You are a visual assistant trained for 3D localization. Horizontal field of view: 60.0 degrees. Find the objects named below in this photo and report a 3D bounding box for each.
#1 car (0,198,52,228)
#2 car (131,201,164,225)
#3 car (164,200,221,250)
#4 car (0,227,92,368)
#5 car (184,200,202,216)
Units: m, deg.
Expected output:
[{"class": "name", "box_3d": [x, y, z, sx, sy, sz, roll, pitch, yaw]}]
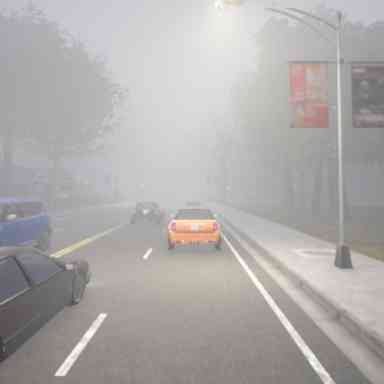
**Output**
[{"class": "car", "box_3d": [-6.592, 1.245, 10.984, 2.150, 2.045, 5.566, 0, 0, 0]}, {"class": "car", "box_3d": [-3.156, 1.418, 24.677, 2.097, 1.767, 4.553, 0, 0, 0]}, {"class": "car", "box_3d": [0.097, 1.387, 14.710, 2.097, 1.767, 4.553, 0, 0, 0]}, {"class": "car", "box_3d": [-3.150, 1.557, 4.992, 2.033, 1.411, 5.357, 0, 0, 0]}, {"class": "car", "box_3d": [0.094, 1.614, 35.065, 1.837, 1.490, 4.892, 0, 0, 0]}]
